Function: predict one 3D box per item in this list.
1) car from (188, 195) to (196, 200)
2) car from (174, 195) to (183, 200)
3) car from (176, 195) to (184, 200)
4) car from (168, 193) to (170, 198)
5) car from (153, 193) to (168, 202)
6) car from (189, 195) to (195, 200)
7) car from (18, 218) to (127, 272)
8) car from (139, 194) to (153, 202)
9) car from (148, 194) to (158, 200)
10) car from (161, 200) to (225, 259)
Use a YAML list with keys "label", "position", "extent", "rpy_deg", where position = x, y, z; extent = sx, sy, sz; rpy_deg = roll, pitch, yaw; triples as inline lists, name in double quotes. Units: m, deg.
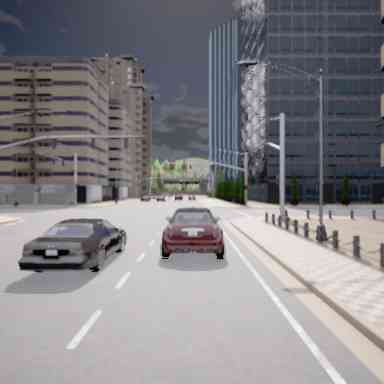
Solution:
- label: "car"
  position: [-0.001, 1.553, 86.727]
  extent: [1.994, 1.385, 4.181]
  rpy_deg: [0, 0, 0]
- label: "car"
  position: [-3.501, 1.477, 85.888]
  extent: [1.882, 1.535, 5.008]
  rpy_deg: [0, 0, 0]
- label: "car"
  position: [-3.501, 1.516, 95.498]
  extent: [2.033, 1.411, 5.357]
  rpy_deg: [0, 0, 0]
- label: "car"
  position: [-7.001, 1.217, 90.218]
  extent: [2.150, 2.045, 5.566]
  rpy_deg: [0, 0, 0]
- label: "car"
  position: [-7.000, 1.484, 74.593]
  extent: [1.882, 1.535, 5.008]
  rpy_deg: [0, 0, 0]
- label: "car"
  position: [-0.001, 1.501, 95.498]
  extent: [1.812, 1.442, 4.674]
  rpy_deg: [0, 0, 0]
- label: "car"
  position: [-3.474, 1.549, 10.748]
  extent: [2.033, 1.411, 5.357]
  rpy_deg: [0, 0, 0]
- label: "car"
  position: [-10.500, 1.546, 74.597]
  extent: [2.033, 1.411, 5.357]
  rpy_deg: [0, 0, 0]
- label: "car"
  position: [-10.501, 1.347, 90.278]
  extent: [2.097, 1.767, 4.553]
  rpy_deg: [0, 0, 0]
- label: "car"
  position: [0.044, 1.353, 12.775]
  extent: [2.097, 1.767, 4.553]
  rpy_deg: [0, 0, 0]
